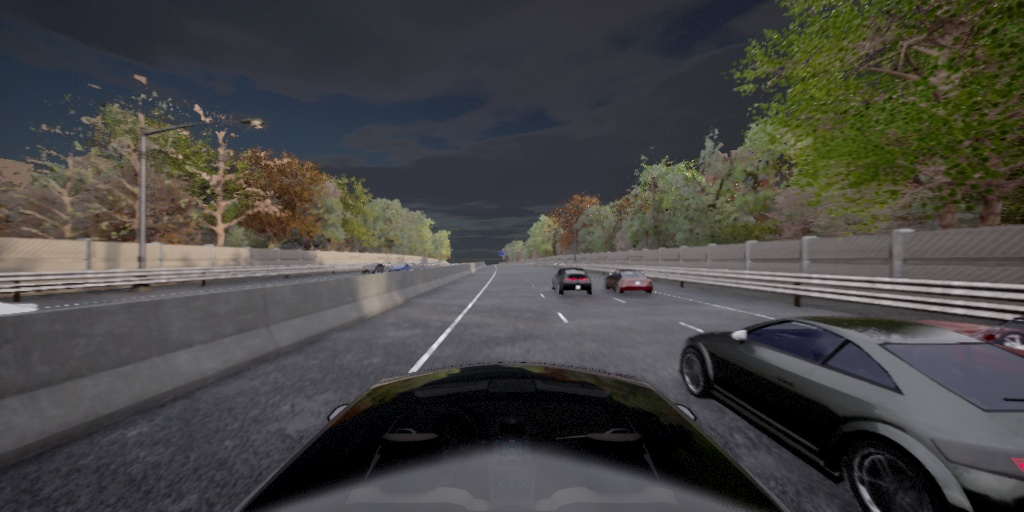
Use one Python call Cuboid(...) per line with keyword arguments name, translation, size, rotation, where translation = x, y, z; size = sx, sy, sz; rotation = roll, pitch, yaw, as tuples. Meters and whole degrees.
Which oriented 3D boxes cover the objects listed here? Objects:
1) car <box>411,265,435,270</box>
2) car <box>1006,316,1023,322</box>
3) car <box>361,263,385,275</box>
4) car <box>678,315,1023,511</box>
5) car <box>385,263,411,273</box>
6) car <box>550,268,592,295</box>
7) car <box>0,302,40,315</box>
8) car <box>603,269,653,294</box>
Cuboid(name="car", translation=(-11.126, 1.764, 46.202), size=(1.895, 1.301, 4.718), rotation=(0, -1, -1))
Cuboid(name="car", translation=(7.094, 1.371, 4.453), size=(1.895, 1.301, 4.718), rotation=(0, -1, 0))
Cuboid(name="car", translation=(-18.137, 1.678, 47.084), size=(1.837, 1.490, 4.892), rotation=(0, 0, -1))
Cuboid(name="car", translation=(3.591, 1.332, 3.931), size=(1.994, 1.385, 4.181), rotation=(0, -1, 0))
Cuboid(name="car", translation=(-14.643, 1.651, 47.227), size=(1.882, 1.535, 5.008), rotation=(0, -1, -1))
Cuboid(name="car", translation=(3.485, 1.435, 21.482), size=(1.837, 1.490, 4.892), rotation=(0, -1, -1))
Cuboid(name="car", translation=(-10.596, 1.318, 5.535), size=(1.812, 1.442, 4.674), rotation=(0, -1, 0))
Cuboid(name="car", translation=(6.979, 1.497, 21.965), size=(1.994, 1.385, 4.181), rotation=(0, -1, -1))
